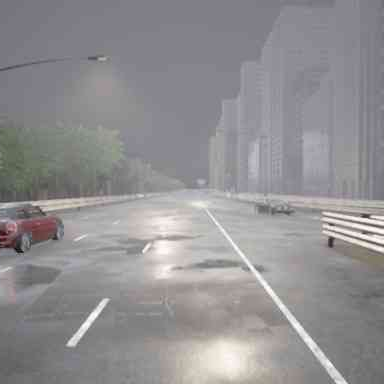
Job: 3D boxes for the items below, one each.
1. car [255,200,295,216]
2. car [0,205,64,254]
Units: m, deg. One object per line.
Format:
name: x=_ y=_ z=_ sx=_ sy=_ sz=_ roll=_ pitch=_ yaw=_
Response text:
car: x=7.595 y=1.418 z=31.043 sx=2.033 sy=1.411 sz=5.357 roll=0 pitch=0 yaw=-11
car: x=-6.922 y=1.285 z=13.385 sx=2.097 sy=1.767 sz=4.553 roll=0 pitch=0 yaw=0
